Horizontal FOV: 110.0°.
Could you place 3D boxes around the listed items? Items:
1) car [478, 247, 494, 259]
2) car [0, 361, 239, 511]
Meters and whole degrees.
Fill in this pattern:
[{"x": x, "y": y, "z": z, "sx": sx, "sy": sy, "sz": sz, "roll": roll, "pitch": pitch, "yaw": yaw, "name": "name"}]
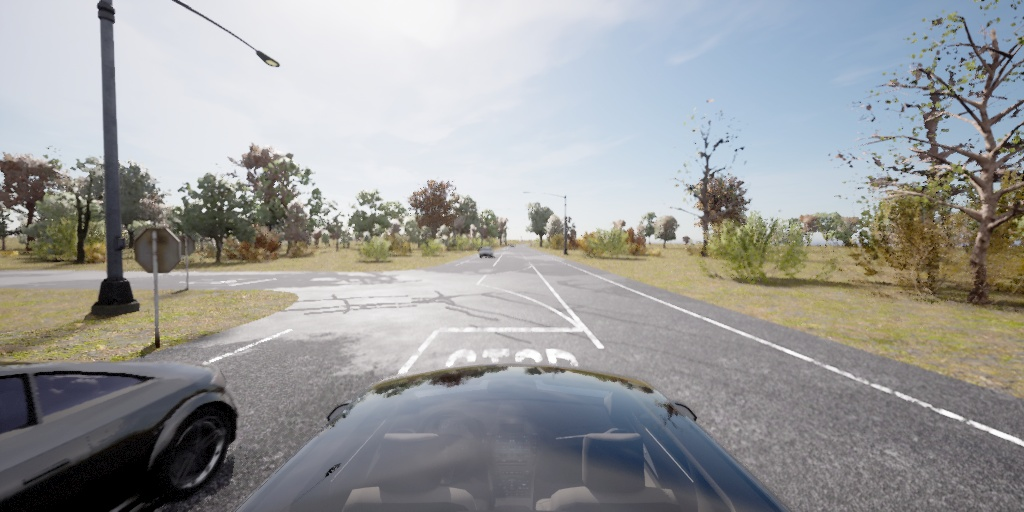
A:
[{"x": -3.416, "y": -0.436, "z": 48.300, "sx": 1.837, "sy": 1.490, "sz": 4.892, "roll": 0, "pitch": 2, "yaw": 0, "name": "car"}, {"x": -3.509, "y": 1.320, "z": 1.546, "sx": 1.994, "sy": 1.385, "sz": 4.181, "roll": 0, "pitch": 2, "yaw": 0, "name": "car"}]
